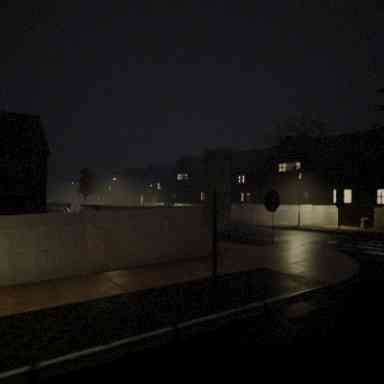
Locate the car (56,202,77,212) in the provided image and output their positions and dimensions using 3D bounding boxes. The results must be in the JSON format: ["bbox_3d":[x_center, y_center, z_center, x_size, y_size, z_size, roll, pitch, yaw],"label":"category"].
[{"bbox_3d":[-18.646,2.219,49.147,2.033,1.411,5.357,1,-2,-36],"label":"car"}]
